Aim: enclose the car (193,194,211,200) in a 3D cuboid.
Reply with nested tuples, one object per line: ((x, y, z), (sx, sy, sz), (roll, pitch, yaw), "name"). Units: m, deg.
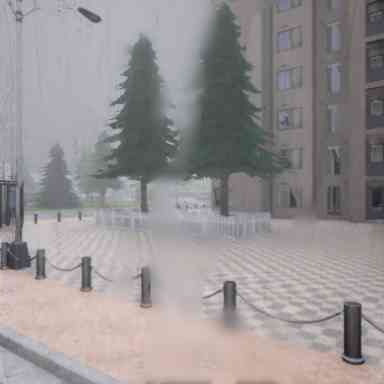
((3.141, 1.414, 92.895), (3.806, 1.475, 1.970), (0, 0, 35), "car")
